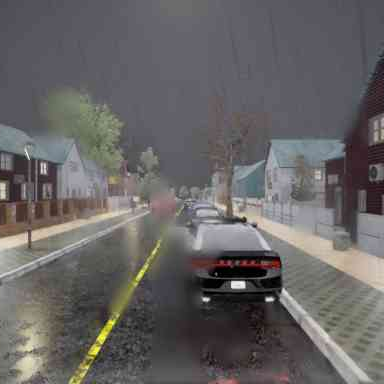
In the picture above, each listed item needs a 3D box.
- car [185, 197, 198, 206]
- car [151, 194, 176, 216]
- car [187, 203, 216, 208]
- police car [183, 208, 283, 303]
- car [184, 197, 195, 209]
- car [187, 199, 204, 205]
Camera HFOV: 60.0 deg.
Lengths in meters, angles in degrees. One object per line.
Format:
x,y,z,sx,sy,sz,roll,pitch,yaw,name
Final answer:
-0.136,1.679,58.084,2.128,1.511,4.902,0,0,0,car
-2.830,1.274,34.120,2.150,2.045,5.566,0,0,0,car
0.782,1.536,18.311,1.812,1.442,4.674,0,0,0,car
0.805,1.426,8.420,1.930,1.638,5.238,0,0,0,police car
-0.085,1.595,44.897,2.128,1.511,4.902,0,0,1,car
0.768,1.500,24.312,1.882,1.535,5.008,0,0,0,car
